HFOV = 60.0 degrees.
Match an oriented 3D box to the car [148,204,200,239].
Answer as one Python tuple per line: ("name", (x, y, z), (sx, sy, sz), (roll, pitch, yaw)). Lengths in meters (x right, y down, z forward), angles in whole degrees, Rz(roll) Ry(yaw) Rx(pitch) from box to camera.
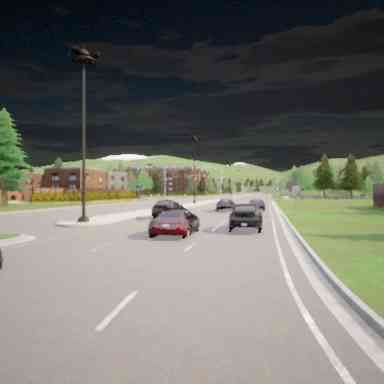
("car", (-0.822, 1.539, 17.492), (1.994, 1.385, 4.181), (0, 0, 12))

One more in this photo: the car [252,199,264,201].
("car", (7.977, 1.509, 41.054), (1.994, 1.385, 4.181), (0, 0, 13))

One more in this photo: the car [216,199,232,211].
("car", (3.983, 1.494, 39.250), (2.033, 1.411, 5.357), (0, 0, 13))

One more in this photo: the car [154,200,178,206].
("car", (-2.012, 1.464, 28.490), (1.837, 1.490, 4.892), (0, 0, 13))

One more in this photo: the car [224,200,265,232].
("car", (3.286, 1.478, 20.004), (1.837, 1.490, 4.892), (0, 0, 12))

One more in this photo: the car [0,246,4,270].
("car", (-6.234, 1.340, 7.054), (2.097, 1.767, 4.553), (0, 0, 7))
